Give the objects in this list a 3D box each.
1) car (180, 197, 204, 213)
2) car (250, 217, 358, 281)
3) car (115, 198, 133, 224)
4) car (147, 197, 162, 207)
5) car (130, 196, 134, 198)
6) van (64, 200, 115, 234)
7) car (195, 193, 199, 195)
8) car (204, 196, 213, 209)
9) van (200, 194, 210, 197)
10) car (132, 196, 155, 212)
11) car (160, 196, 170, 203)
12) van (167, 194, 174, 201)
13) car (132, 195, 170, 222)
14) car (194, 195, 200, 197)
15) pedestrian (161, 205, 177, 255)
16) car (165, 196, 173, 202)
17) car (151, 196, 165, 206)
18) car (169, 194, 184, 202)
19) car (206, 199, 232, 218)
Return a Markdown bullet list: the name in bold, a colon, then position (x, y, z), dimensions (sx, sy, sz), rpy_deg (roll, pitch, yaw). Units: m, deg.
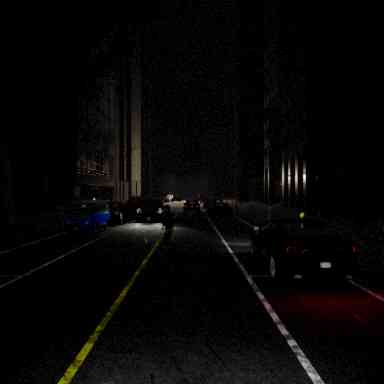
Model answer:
- **car**: position (0.006, 1.605, 38.026), dimensions (2.033, 1.411, 5.357), rpy_deg (0, 0, 0)
- **car**: position (2.979, 1.482, 9.895), dimensions (1.882, 1.535, 5.008), rpy_deg (0, 0, 0)
- **car**: position (-5.911, 1.471, 24.680), dimensions (1.967, 1.590, 4.097), rpy_deg (0, 0, 0)
- **car**: position (-5.971, 1.535, 52.878), dimensions (1.967, 1.590, 4.097), rpy_deg (0, 0, 0)
- **car**: position (-5.934, 1.368, 35.959), dimensions (2.192, 1.841, 5.009), rpy_deg (0, 0, 0)
- **van**: position (-5.899, 1.360, 19.040), dimensions (1.690, 1.788, 3.998), rpy_deg (0, 0, 0)
- **car**: position (2.495, 1.526, 81.073), dimensions (2.192, 1.841, 5.009), rpy_deg (0, 0, 0)
- **car**: position (2.591, 1.493, 35.963), dimensions (1.967, 1.590, 4.097), rpy_deg (0, 0, 0)
- **van**: position (2.554, 1.436, 52.880), dimensions (1.690, 1.788, 3.998), rpy_deg (0, 0, 0)
- **car**: position (-5.946, 1.380, 41.598), dimensions (2.192, 1.841, 5.009), rpy_deg (0, 0, 0)
- **car**: position (-6.025, 1.709, 75.232), dimensions (1.752, 1.417, 4.829), rpy_deg (0, 0, 1)
- **van**: position (-6.054, 1.596, 92.357), dimensions (1.690, 1.788, 3.998), rpy_deg (0, 0, 0)
- **car**: position (-3.156, 1.386, 26.504), dimensions (2.097, 1.767, 4.553), rpy_deg (0, 0, 0)
- **car**: position (-0.072, 1.609, 49.041), dimensions (1.812, 1.442, 4.674), rpy_deg (0, 0, 0)
- **pedestrian**: position (-0.864, 1.299, 11.864), dimensions (0.375, 1.860, 0.375), rpy_deg (0, 0, -15)
- **car**: position (-6.043, 1.758, 86.544), dimensions (1.752, 1.417, 4.829), rpy_deg (0, 0, 0)
- **car**: position (-5.982, 1.554, 58.516), dimensions (1.967, 1.590, 4.097), rpy_deg (0, 0, 0)
- **car**: position (-3.143, 1.346, 67.768), dimensions (1.882, 1.535, 5.008), rpy_deg (0, 0, 0)
- **car**: position (2.603, 1.586, 30.324), dimensions (1.887, 1.381, 4.507), rpy_deg (0, 0, 0)
